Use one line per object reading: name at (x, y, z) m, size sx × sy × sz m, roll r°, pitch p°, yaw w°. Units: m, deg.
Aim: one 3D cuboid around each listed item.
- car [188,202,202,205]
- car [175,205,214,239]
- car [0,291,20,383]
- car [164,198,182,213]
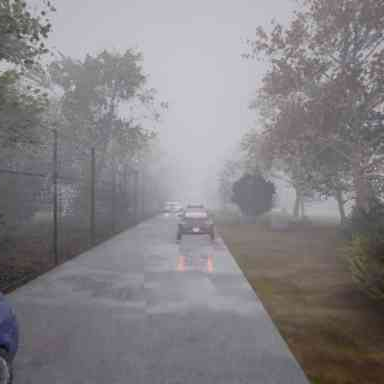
car at (0.342, 1.818, 36.114) m, size 1.882 × 1.535 × 5.008 m, roll 0°, pitch -1°, yaw 1°
car at (0.204, 1.613, 17.911) m, size 1.812 × 1.442 × 4.674 m, roll 0°, pitch -1°, yaw 0°
car at (-2.841, 1.528, 1.983) m, size 1.812 × 1.442 × 4.674 m, roll 0°, pitch 0°, yaw 0°
car at (-2.489, 1.762, 45.625) m, size 2.150 × 2.045 × 5.566 m, roll 0°, pitch -2°, yaw 1°
